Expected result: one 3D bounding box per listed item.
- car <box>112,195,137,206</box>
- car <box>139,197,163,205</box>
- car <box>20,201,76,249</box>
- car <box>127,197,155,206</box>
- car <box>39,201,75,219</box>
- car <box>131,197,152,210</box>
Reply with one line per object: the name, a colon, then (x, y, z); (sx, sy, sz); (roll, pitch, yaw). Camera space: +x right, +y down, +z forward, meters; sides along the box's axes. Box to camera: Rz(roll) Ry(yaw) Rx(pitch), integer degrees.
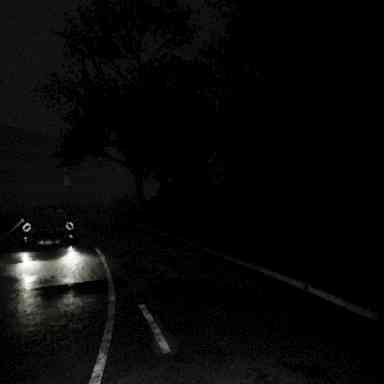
car: (-11.608, 1.572, 59.955); (5.566, 2.045, 2.435); (0, 0, 15)
car: (-8.626, 1.910, 70.857); (4.674, 1.452, 2.002); (0, 0, 15)
car: (-6.417, 1.387, 14.970); (2.097, 1.767, 4.553); (0, 0, -23)
car: (-10.107, 1.849, 65.404); (5.008, 1.535, 2.097); (0, 0, 15)
car: (-12.962, 1.674, 32.345); (1.837, 1.490, 4.892); (-1, 0, -5)
car: (-6.659, 1.820, 48.572); (1.812, 1.442, 4.674); (0, 0, 16)
